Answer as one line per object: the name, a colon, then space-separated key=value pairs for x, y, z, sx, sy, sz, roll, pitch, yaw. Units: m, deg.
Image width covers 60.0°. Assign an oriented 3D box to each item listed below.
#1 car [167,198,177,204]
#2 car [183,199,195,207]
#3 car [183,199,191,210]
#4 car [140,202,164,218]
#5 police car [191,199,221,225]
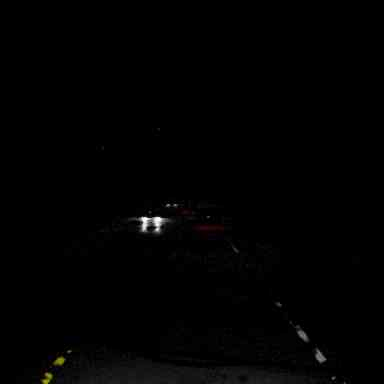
car: x=-4.443 y=1.983 z=74.113 sx=1.812 sy=1.442 sz=4.674 roll=0 pitch=-1 yaw=-1
car: x=-0.606 y=1.900 z=59.778 sx=1.994 sy=1.385 sz=4.181 roll=0 pitch=-1 yaw=-1
car: x=-0.342 y=1.707 z=45.875 sx=2.128 sy=1.511 sz=4.902 roll=0 pitch=-1 yaw=-1
car: x=-3.782 y=1.689 z=32.085 sx=1.994 sy=1.385 sz=4.181 roll=0 pitch=0 yaw=-1
police car: x=1.112 y=1.512 z=25.321 sx=1.930 sy=1.638 sz=5.238 roll=0 pitch=0 yaw=-1
